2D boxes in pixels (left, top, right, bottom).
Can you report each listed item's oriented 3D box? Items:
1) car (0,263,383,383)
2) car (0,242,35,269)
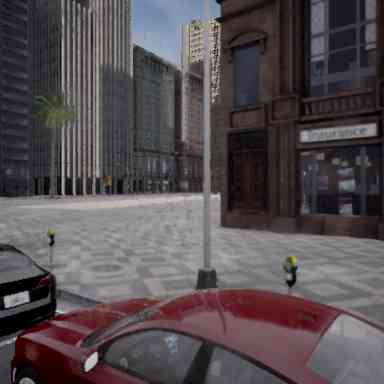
[{"bbox_3d":[0.215,1.544,2.810,4.507,1.381,1.887,0,0,36],"label":"car"},{"bbox_3d":[-4.181,1.565,5.946,4.313,1.339,1.947,0,0,36],"label":"car"}]
